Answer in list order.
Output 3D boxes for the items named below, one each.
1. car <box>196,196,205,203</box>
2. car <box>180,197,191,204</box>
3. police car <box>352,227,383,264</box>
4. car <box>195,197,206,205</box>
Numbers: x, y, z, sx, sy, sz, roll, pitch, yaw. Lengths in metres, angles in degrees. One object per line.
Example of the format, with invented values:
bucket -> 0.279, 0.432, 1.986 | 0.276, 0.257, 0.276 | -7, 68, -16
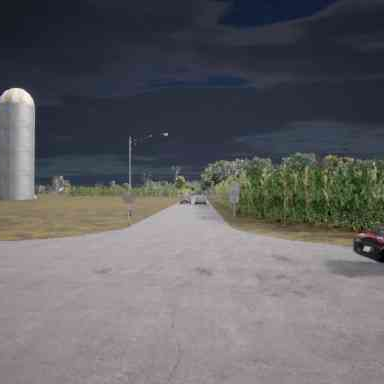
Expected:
car -> 1.737, 1.574, 67.717 | 1.895, 1.301, 4.718 | 0, 0, 1
car -> -1.159, 1.543, 61.923 | 1.994, 1.385, 4.181 | 0, 0, 1
police car -> 7.615, 1.563, 9.863 | 4.974, 1.542, 2.038 | 1, -1, 1
car -> 1.486, 1.546, 57.684 | 1.994, 1.385, 4.181 | 0, 0, 1
